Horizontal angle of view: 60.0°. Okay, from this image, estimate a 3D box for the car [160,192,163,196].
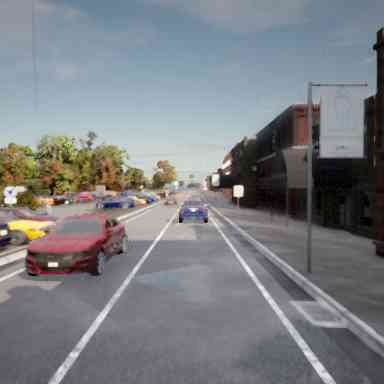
[{"bbox_3d":[-9.219,1.237,72.271,4.674,1.452,2.002,0,1,0],"label":"car"}]

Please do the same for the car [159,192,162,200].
[{"bbox_3d":[-9.241,1.288,69.436,4.674,1.452,2.002,0,1,0],"label":"car"}]

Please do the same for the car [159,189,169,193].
[{"bbox_3d":[-9.183,0.725,83.565,5.566,2.045,2.435,0,1,0],"label":"car"}]

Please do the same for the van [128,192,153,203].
[{"bbox_3d":[-9.406,1.066,60.946,4.442,1.987,1.878,0,0,0],"label":"van"}]

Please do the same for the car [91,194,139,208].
[{"bbox_3d":[-9.437,1.360,41.166,4.792,1.488,2.163,0,0,0],"label":"car"}]

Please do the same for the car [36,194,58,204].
[{"bbox_3d":[-21.922,1.192,46.857,4.553,1.767,2.185,0,0,0],"label":"car"}]

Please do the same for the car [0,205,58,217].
[{"bbox_3d":[-9.118,1.523,15.189,5.366,1.575,1.946,0,0,0],"label":"car"}]

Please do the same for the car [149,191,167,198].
[{"bbox_3d":[-9.152,0.740,89.218,4.553,1.767,2.185,0,1,0],"label":"car"}]

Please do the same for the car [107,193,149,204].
[{"bbox_3d":[-9.543,1.311,49.645,5.366,1.575,1.946,0,0,0],"label":"car"}]

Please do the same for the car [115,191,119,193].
[{"bbox_3d":[-21.730,0.977,83.584,4.892,1.521,2.231,0,1,0],"label":"car"}]

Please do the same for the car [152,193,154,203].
[{"bbox_3d":[-9.329,1.303,55.295,5.008,1.535,2.097,0,0,0],"label":"car"}]

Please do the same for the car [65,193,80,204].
[{"bbox_3d":[-21.908,1.303,55.329,4.892,1.521,2.231,0,0,0],"label":"car"}]

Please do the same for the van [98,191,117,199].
[{"bbox_3d":[-21.822,0.695,86.405,4.442,1.987,1.878,0,1,0],"label":"van"}]

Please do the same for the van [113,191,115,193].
[{"bbox_3d":[-21.859,0.806,80.756,4.442,1.987,1.878,0,1,0],"label":"van"}]

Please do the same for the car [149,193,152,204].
[{"bbox_3d":[-9.335,1.308,52.470,5.008,1.535,2.097,0,0,0],"label":"car"}]

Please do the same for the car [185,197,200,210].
[{"bbox_3d":[0.094,1.429,42.921,1.837,1.490,4.892,0,0,0],"label":"car"}]

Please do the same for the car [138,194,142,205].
[{"bbox_3d":[-9.393,1.365,43.993,4.674,1.452,2.002,0,0,0],"label":"car"}]

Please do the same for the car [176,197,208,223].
[{"bbox_3d":[0.095,1.332,25.776,2.097,1.767,4.553,0,0,0],"label":"car"}]

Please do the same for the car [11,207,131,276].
[{"bbox_3d":[-3.352,1.471,10.517,1.882,1.535,5.008,0,0,0],"label":"car"}]

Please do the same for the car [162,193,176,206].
[{"bbox_3d":[-3.298,1.392,53.671,1.812,1.442,4.674,0,0,1],"label":"car"}]

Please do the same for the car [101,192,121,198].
[{"bbox_3d":[-21.695,0.868,89.105,5.008,1.535,2.097,0,1,0],"label":"car"}]

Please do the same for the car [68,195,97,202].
[{"bbox_3d":[-21.826,1.277,66.510,5.008,1.535,2.097,0,0,0],"label":"car"}]

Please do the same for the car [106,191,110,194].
[{"bbox_3d":[-21.808,1.171,75.117,4.792,1.488,2.163,0,1,0],"label":"car"}]

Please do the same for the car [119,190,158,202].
[{"bbox_3d":[-9.278,1.046,58.120,5.566,2.045,2.435,0,0,0],"label":"car"}]

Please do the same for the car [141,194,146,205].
[{"bbox_3d":[-9.377,1.359,46.818,4.674,1.452,2.002,0,0,0],"label":"car"}]

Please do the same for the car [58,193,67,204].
[{"bbox_3d":[-21.932,1.313,49.557,5.008,1.535,2.097,0,0,0],"label":"car"}]

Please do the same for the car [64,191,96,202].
[{"bbox_3d":[-21.821,1.035,63.674,5.566,2.045,2.435,0,0,0],"label":"car"}]

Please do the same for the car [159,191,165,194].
[{"bbox_3d":[-9.200,1.142,75.095,5.008,1.535,2.097,0,1,0],"label":"car"}]

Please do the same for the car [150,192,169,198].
[{"bbox_3d":[-9.272,0.752,94.872,5.366,1.575,1.946,0,1,0],"label":"car"}]

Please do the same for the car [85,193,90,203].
[{"bbox_3d":[-21.837,1.321,60.851,4.792,1.488,2.163,0,0,0],"label":"car"}]

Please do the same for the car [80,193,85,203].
[{"bbox_3d":[-21.855,1.326,58.028,4.792,1.488,2.163,0,0,0],"label":"car"}]

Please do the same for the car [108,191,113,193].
[{"bbox_3d":[-21.729,0.963,77.811,4.553,1.767,2.185,0,1,0],"label":"car"}]

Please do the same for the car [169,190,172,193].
[{"bbox_3d":[-8.918,0.808,92.044,5.366,1.575,1.946,0,1,0],"label":"car"}]

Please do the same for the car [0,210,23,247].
[{"bbox_3d":[-9.342,1.556,12.406,4.792,1.488,2.163,0,0,0],"label":"car"}]
